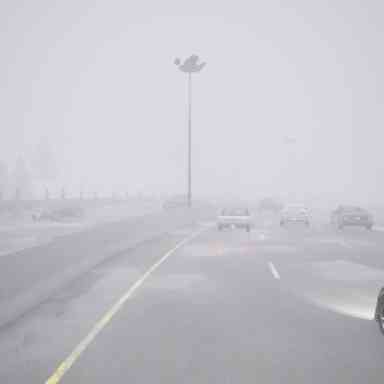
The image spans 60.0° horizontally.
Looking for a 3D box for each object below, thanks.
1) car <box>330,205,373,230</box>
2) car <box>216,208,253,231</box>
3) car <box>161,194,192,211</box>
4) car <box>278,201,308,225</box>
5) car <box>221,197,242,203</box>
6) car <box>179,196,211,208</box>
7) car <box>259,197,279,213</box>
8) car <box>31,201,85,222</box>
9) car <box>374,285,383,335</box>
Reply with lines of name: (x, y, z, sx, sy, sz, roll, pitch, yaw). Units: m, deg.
car: (10.243, 1.571, 21.603, 2.033, 1.411, 5.357, 0, 0, 16)
car: (2.780, 1.612, 20.564, 1.895, 1.301, 4.718, 0, 0, 13)
car: (-1.615, 1.254, 40.606, 2.150, 2.045, 5.566, 0, 0, 24)
car: (7.381, 1.545, 24.108, 1.812, 1.442, 4.674, 0, 0, 16)
car: (7.707, 1.669, 63.130, 2.033, 1.411, 5.357, 0, 0, 37)
car: (0.710, 1.533, 37.040, 1.837, 1.490, 4.892, 0, -1, 23)
car: (9.157, 1.383, 38.318, 2.097, 1.767, 4.553, 0, 0, 25)
car: (-10.381, 1.484, 26.075, 2.128, 1.511, 4.902, 0, 0, 15)
car: (3.844, 1.579, 3.625, 1.994, 1.385, 4.181, 0, 0, 3)
